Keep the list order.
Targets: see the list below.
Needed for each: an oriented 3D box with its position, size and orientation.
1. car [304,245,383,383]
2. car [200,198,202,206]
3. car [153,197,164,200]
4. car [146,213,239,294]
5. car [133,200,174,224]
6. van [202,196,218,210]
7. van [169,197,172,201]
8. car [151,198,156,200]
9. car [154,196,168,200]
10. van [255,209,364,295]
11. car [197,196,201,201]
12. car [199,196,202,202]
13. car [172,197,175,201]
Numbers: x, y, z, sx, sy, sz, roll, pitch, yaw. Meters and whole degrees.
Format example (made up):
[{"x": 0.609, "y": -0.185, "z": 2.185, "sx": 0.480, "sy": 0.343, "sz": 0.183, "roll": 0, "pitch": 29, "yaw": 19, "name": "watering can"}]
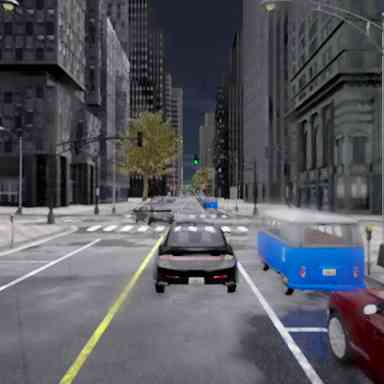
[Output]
[{"x": 2.772, "y": 1.563, "z": 3.019, "sx": 1.887, "sy": 1.381, "sz": 4.507, "roll": 0, "pitch": 0, "yaw": 0, "name": "car"}, {"x": 2.648, "y": 1.887, "z": 51.940, "sx": 1.947, "sy": 1.339, "sz": 4.313, "roll": 0, "pitch": 0, "yaw": 0, "name": "car"}, {"x": -5.876, "y": 1.864, "z": 51.690, "sx": 1.887, "sy": 1.381, "sz": 4.507, "roll": 0, "pitch": 0, "yaw": 0, "name": "car"}, {"x": 0.079, "y": 1.543, "z": 8.930, "sx": 2.128, "sy": 1.511, "sz": 4.902, "roll": 0, "pitch": 0, "yaw": 0, "name": "car"}, {"x": -2.948, "y": 1.616, "z": 24.690, "sx": 2.128, "sy": 1.511, "sz": 4.902, "roll": 1, "pitch": 0, "yaw": -27, "name": "car"}, {"x": 2.661, "y": 1.627, "z": 46.529, "sx": 1.690, "sy": 1.788, "sz": 3.998, "roll": 0, "pitch": 0, "yaw": 0, "name": "van"}, {"x": -5.924, "y": 1.805, "z": 72.847, "sx": 1.690, "sy": 1.788, "sz": 3.998, "roll": 0, "pitch": 0, "yaw": 0, "name": "van"}, {"x": -5.858, "y": 1.775, "z": 40.940, "sx": 1.752, "sy": 1.417, "sz": 4.829, "roll": 0, "pitch": 0, "yaw": 0, "name": "car"}, {"x": -5.888, "y": 1.669, "z": 56.980, "sx": 2.192, "sy": 1.841, "sz": 5.009, "roll": 0, "pitch": 0, "yaw": 0, "name": "car"}, {"x": 2.761, "y": 1.391, "z": 8.545, "sx": 1.690, "sy": 1.788, "sz": 3.998, "roll": 0, "pitch": 0, "yaw": 0, "name": "van"}, {"x": 2.611, "y": 1.982, "z": 68.180, "sx": 2.008, "sy": 1.369, "sz": 4.403, "roll": 0, "pitch": 0, "yaw": 0, "name": "car"}, {"x": 2.636, "y": 1.902, "z": 57.353, "sx": 1.887, "sy": 1.381, "sz": 4.507, "roll": 0, "pitch": 0, "yaw": 0, "name": "car"}, {"x": -5.949, "y": 2.104, "z": 83.422, "sx": 1.947, "sy": 1.339, "sz": 4.313, "roll": 0, "pitch": 0, "yaw": 0, "name": "car"}]
